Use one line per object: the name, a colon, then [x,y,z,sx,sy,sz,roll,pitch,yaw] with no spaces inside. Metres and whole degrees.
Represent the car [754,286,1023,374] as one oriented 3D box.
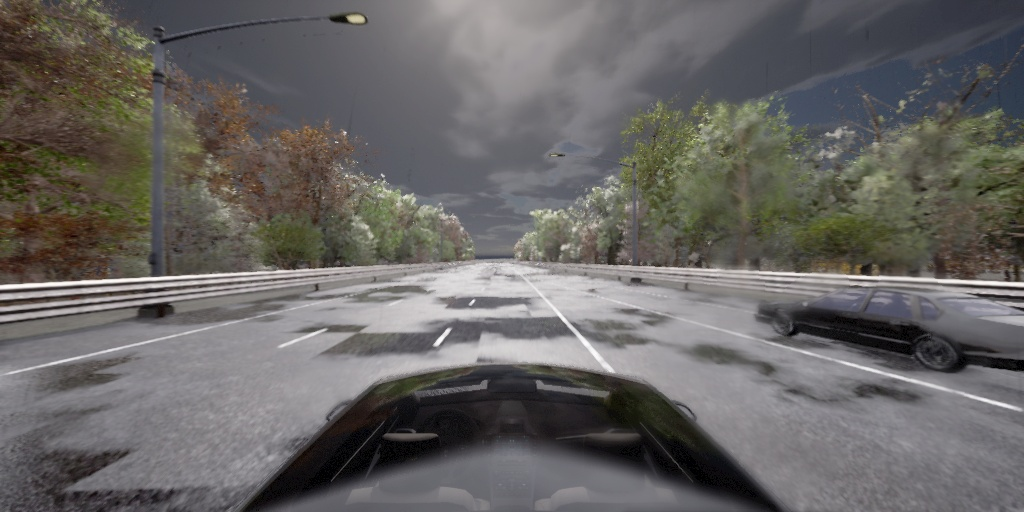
car: [8.112,1.358,7.753,2.033,1.411,5.357,0,0,-9]
